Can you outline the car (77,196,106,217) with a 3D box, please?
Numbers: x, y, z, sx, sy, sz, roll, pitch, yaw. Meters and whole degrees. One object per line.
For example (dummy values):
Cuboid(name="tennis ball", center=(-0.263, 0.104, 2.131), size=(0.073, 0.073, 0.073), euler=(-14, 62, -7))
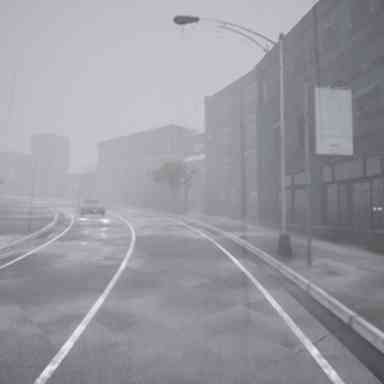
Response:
Cuboid(name="car", center=(-8.256, 1.152, 27.130), size=(1.837, 1.490, 4.892), euler=(2, 1, -25))
